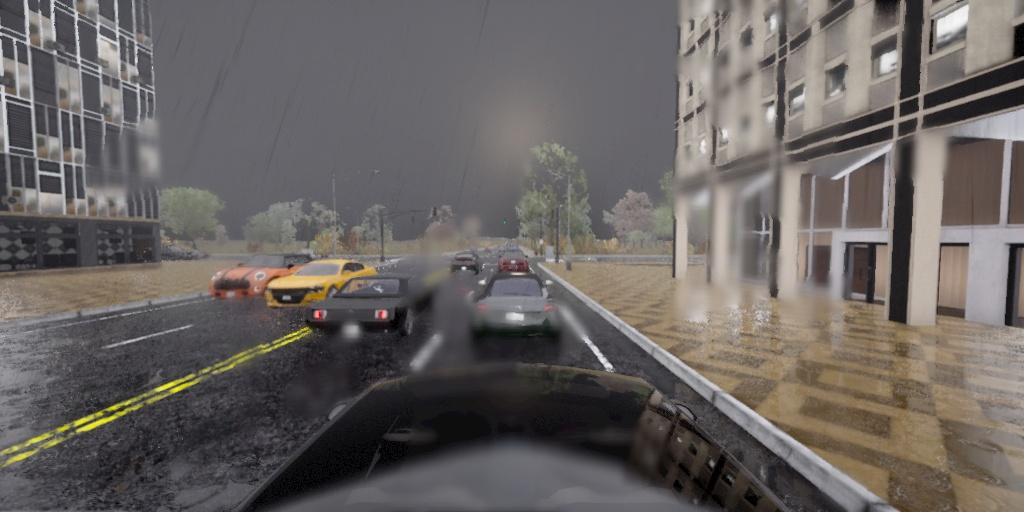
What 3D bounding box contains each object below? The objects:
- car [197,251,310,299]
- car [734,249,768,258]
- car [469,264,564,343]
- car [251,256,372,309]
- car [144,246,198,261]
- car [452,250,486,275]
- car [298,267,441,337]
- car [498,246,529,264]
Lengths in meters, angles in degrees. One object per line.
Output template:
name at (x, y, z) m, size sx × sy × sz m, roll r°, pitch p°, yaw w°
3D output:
car at (-9.845, 0.692, 14.817) m, size 2.097 × 1.767 × 4.553 m, roll 0°, pitch 2°, yaw 0°
car at (34.812, -0.398, 52.213) m, size 4.181 × 1.385 × 1.994 m, roll 0°, pitch 3°, yaw 3°
car at (0.091, 1.088, 8.947) m, size 1.994 × 1.385 × 4.181 m, roll 0°, pitch 2°, yaw 0°
car at (-6.597, 0.875, 12.996) m, size 1.882 × 1.535 × 5.008 m, roll 0°, pitch 2°, yaw 0°
car at (-44.380, -0.329, 46.504) m, size 5.566 × 2.045 × 2.150 m, roll 0°, pitch 3°, yaw 3°
car at (-3.153, 0.493, 25.927) m, size 1.837 × 1.490 × 4.892 m, roll 0°, pitch 1°, yaw 0°
car at (-3.156, 1.113, 9.324) m, size 1.895 × 1.301 × 4.718 m, roll 0°, pitch 2°, yaw 0°
car at (0.097, 0.341, 25.920) m, size 2.097 × 1.767 × 4.553 m, roll 0°, pitch 2°, yaw 0°
